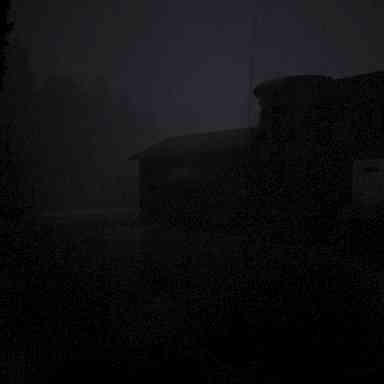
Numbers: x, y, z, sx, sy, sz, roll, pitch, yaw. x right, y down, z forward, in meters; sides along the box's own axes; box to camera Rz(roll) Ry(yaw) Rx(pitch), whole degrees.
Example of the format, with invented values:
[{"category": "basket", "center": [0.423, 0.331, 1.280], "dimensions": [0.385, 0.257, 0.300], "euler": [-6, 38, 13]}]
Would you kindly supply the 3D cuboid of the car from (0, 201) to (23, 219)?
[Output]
[{"category": "car", "center": [-16.287, 1.352, 27.087], "dimensions": [2.097, 1.767, 4.553], "euler": [0, 0, 36]}]
